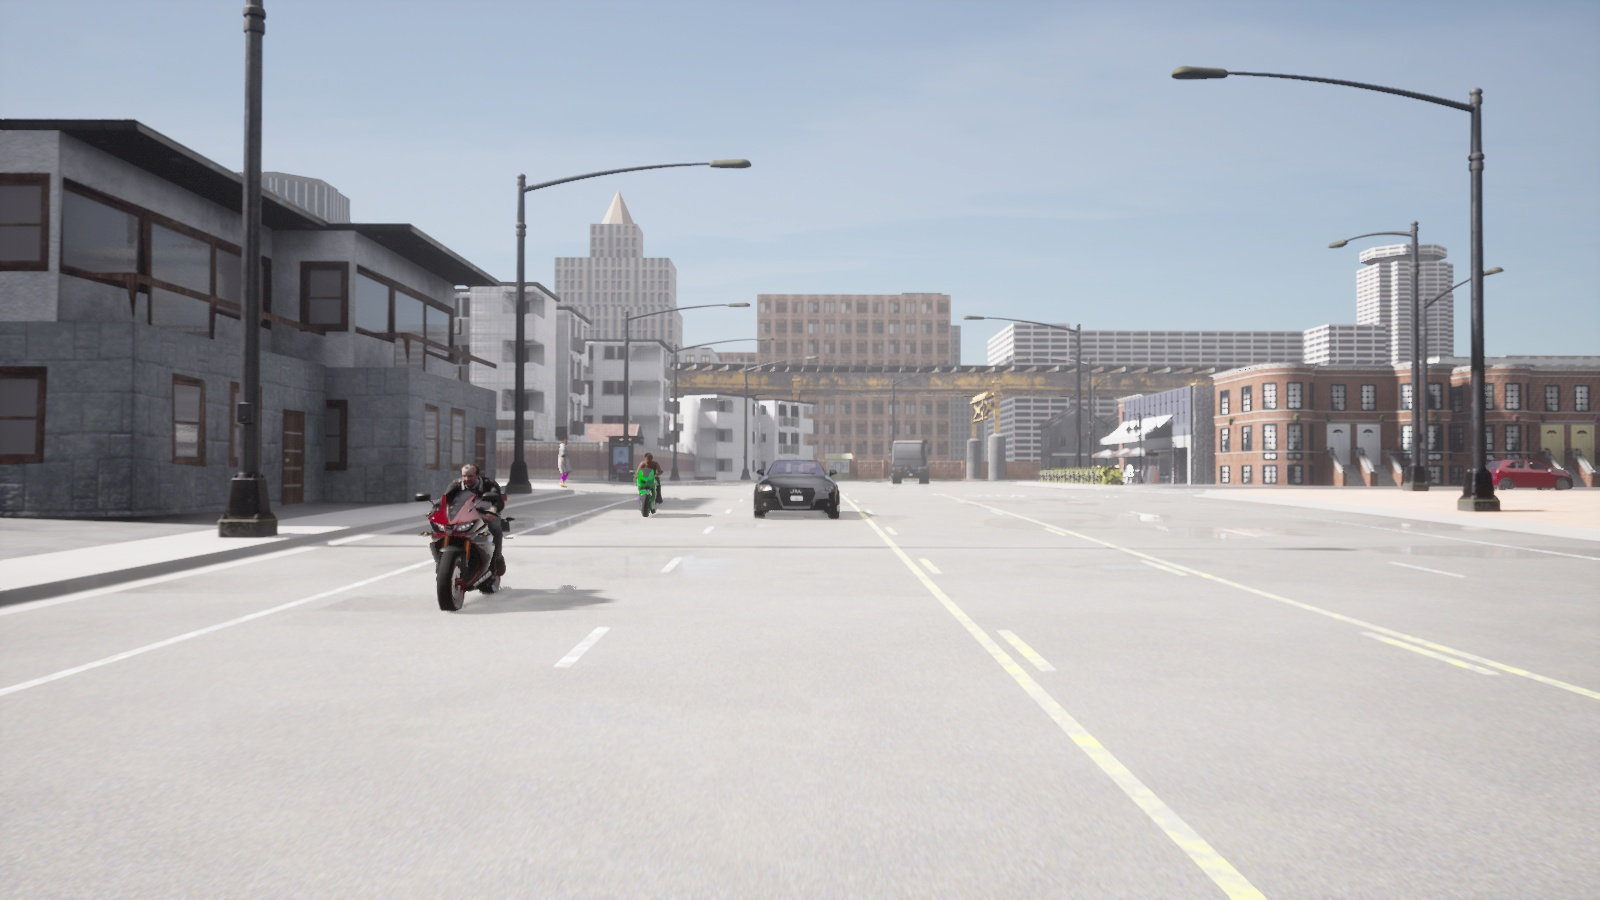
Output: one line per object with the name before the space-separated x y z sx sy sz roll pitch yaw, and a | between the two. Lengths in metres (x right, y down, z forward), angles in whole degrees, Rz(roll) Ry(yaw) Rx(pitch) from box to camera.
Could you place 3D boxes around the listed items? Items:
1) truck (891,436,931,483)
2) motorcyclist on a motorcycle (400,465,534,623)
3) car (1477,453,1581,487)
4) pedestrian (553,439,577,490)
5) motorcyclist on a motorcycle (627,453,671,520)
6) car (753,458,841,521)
truck | 8.445 0.766 96.269 2.891 3.462 7.936 0 -1 4
motorcyclist on a motorcycle | -3.532 0.946 13.548 0.866 1.530 2.191 0 0 0
car | 32.912 0.915 56.752 3.633 1.501 1.845 0 -1 1
pedestrian | -9.015 0.550 48.122 0.873 1.952 0.659 0 -1 -14
motorcyclist on a motorcycle | -3.571 0.834 29.801 0.797 1.523 2.044 0 0 0
car | -0.073 0.901 30.381 1.994 1.385 4.181 0 0 0
